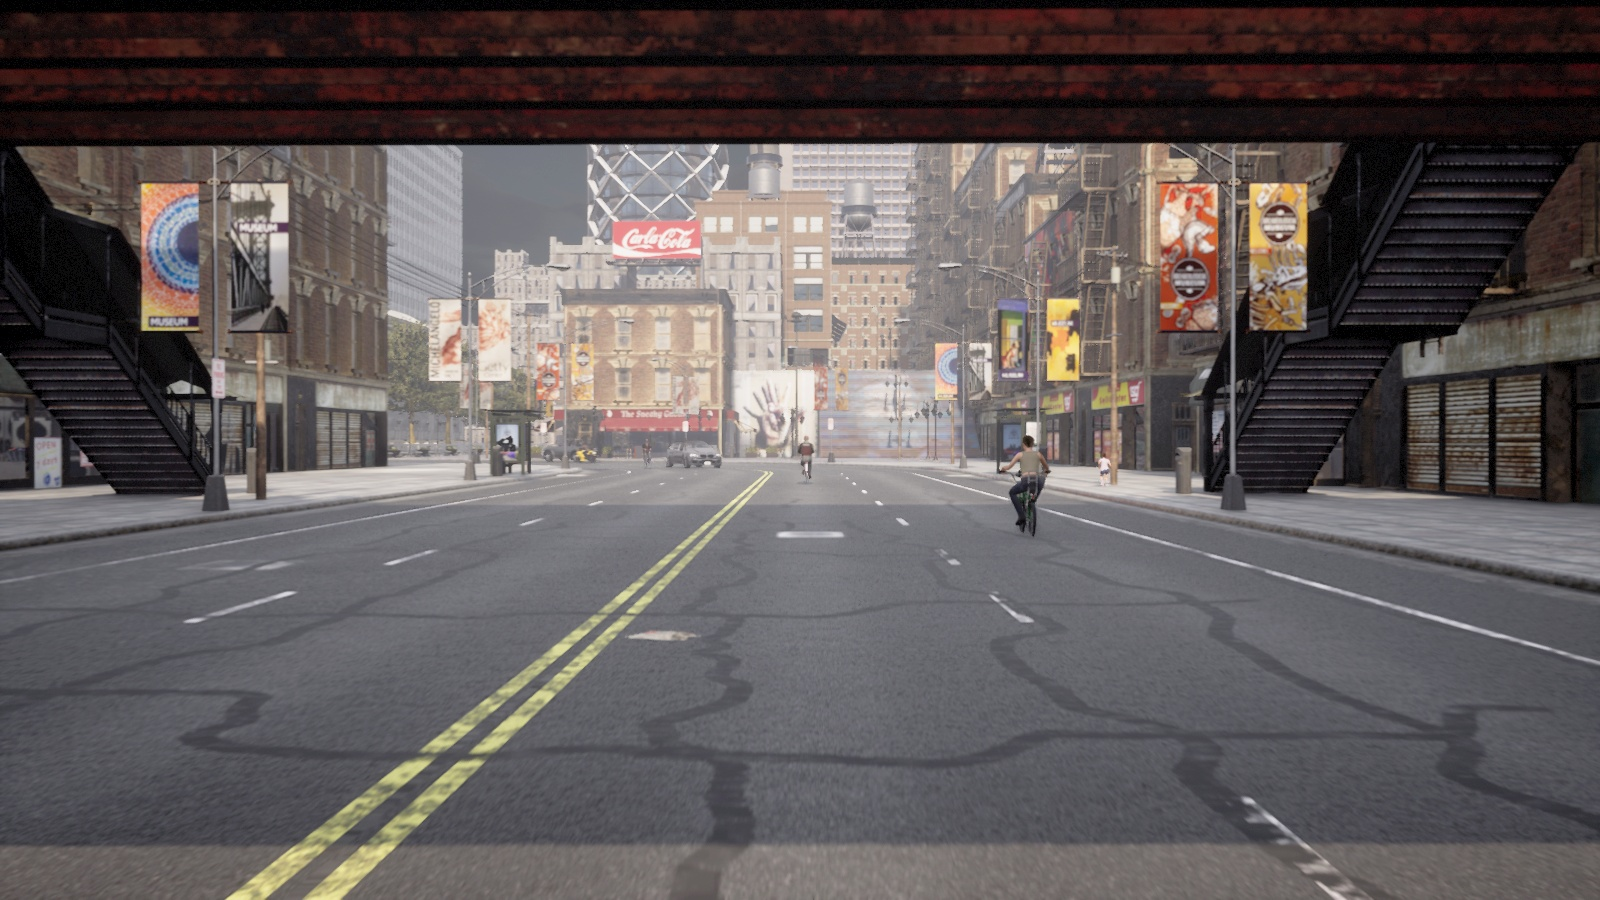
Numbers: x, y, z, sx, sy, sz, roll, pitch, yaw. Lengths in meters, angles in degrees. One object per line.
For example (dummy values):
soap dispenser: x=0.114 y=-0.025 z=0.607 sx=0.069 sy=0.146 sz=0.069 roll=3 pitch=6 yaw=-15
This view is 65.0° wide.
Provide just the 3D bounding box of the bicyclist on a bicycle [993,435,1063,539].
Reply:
bicyclist on a bicycle: x=3.669 y=0.572 z=20.322 sx=0.866 sy=1.612 sz=1.509 roll=0 pitch=0 yaw=0

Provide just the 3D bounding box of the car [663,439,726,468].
car: x=-6.328 y=0.164 z=74.788 sx=2.242 sy=1.667 sz=4.611 roll=0 pitch=0 yaw=-26

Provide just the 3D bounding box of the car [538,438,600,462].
car: x=-17.893 y=-0.001 z=97.306 sx=4.605 sy=1.855 sz=1.932 roll=0 pitch=0 yaw=32

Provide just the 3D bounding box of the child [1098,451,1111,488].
child: x=9.220 y=0.577 z=38.023 sx=0.255 sy=1.110 sz=0.394 roll=0 pitch=0 yaw=-2

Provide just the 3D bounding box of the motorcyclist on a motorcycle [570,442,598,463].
motorcyclist on a motorcycle: x=-15.761 y=0.197 z=91.700 sx=2.044 sy=1.523 sz=0.797 roll=0 pitch=1 yaw=37
